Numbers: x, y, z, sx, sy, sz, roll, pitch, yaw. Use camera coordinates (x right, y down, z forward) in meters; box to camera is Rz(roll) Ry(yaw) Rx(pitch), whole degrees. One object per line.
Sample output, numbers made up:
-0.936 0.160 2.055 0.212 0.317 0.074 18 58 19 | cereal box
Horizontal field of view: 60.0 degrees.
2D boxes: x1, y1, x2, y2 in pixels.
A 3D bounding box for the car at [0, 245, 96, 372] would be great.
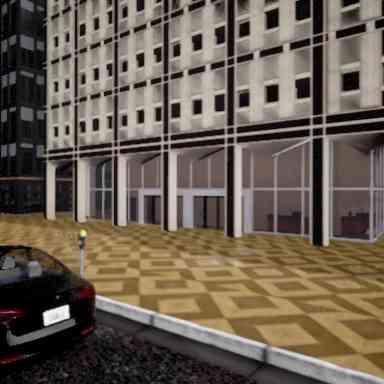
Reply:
-3.344 1.522 5.267 4.313 1.339 1.947 1 0 36 | car
